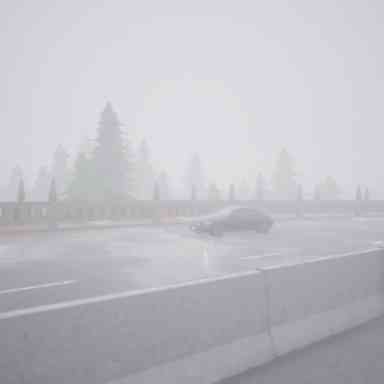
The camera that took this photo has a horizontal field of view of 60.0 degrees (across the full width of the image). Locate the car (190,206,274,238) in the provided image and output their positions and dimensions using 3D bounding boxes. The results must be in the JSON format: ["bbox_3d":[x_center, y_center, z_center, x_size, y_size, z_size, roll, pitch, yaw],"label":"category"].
[{"bbox_3d":[2.147,1.484,17.315,4.674,1.442,1.812,0,0,-28],"label":"car"}]
